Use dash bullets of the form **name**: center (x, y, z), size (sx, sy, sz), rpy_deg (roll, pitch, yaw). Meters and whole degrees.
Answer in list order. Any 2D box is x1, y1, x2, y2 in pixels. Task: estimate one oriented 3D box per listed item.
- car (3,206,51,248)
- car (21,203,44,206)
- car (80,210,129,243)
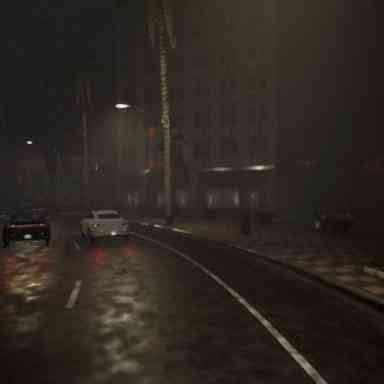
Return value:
- **car**: center (-7.843, 1.637, 15.880), size (2.128, 1.511, 4.902), rpy_deg (0, 0, -26)
- **car**: center (-14.924, 1.772, 30.783), size (4.902, 1.511, 2.128), rpy_deg (-1, 0, 44)
- **car**: center (-4.537, 1.650, 17.047), size (1.812, 1.442, 4.674), rpy_deg (0, 0, -26)
